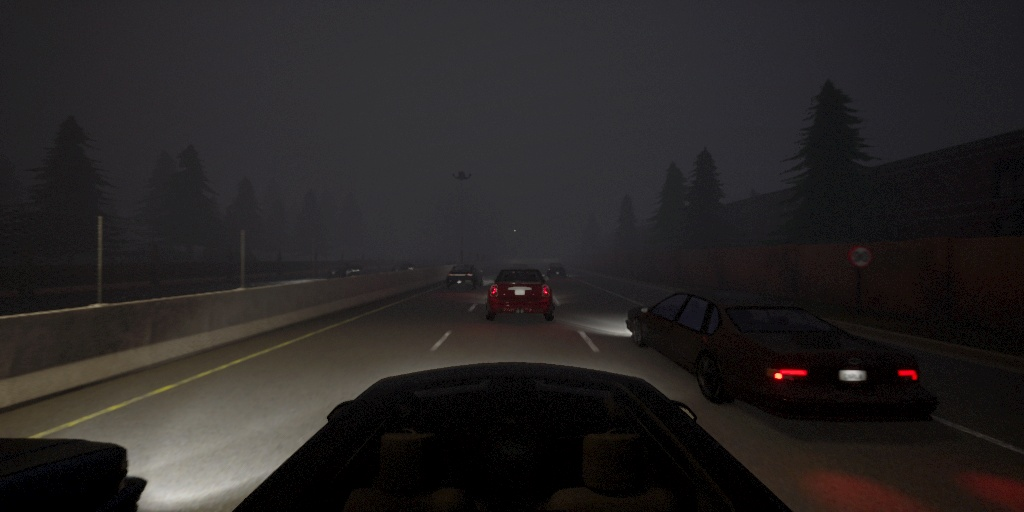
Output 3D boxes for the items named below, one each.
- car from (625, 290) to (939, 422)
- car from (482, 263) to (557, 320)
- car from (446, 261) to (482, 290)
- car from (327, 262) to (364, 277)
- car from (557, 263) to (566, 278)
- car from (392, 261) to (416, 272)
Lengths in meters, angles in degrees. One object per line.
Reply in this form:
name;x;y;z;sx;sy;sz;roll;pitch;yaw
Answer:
car;3.636;1.319;6.299;2.033;1.411;5.357;0;0;1
car;0.284;1.141;13.028;2.097;1.767;4.553;0;0;1
car;-2.988;1.312;23.183;2.128;1.511;4.902;0;0;1
car;-16.860;1.337;36.449;2.128;1.511;4.902;0;0;2
car;4.320;1.399;35.812;1.812;1.442;4.674;0;0;1
car;-13.163;1.369;43.926;2.128;1.511;4.902;0;0;2
